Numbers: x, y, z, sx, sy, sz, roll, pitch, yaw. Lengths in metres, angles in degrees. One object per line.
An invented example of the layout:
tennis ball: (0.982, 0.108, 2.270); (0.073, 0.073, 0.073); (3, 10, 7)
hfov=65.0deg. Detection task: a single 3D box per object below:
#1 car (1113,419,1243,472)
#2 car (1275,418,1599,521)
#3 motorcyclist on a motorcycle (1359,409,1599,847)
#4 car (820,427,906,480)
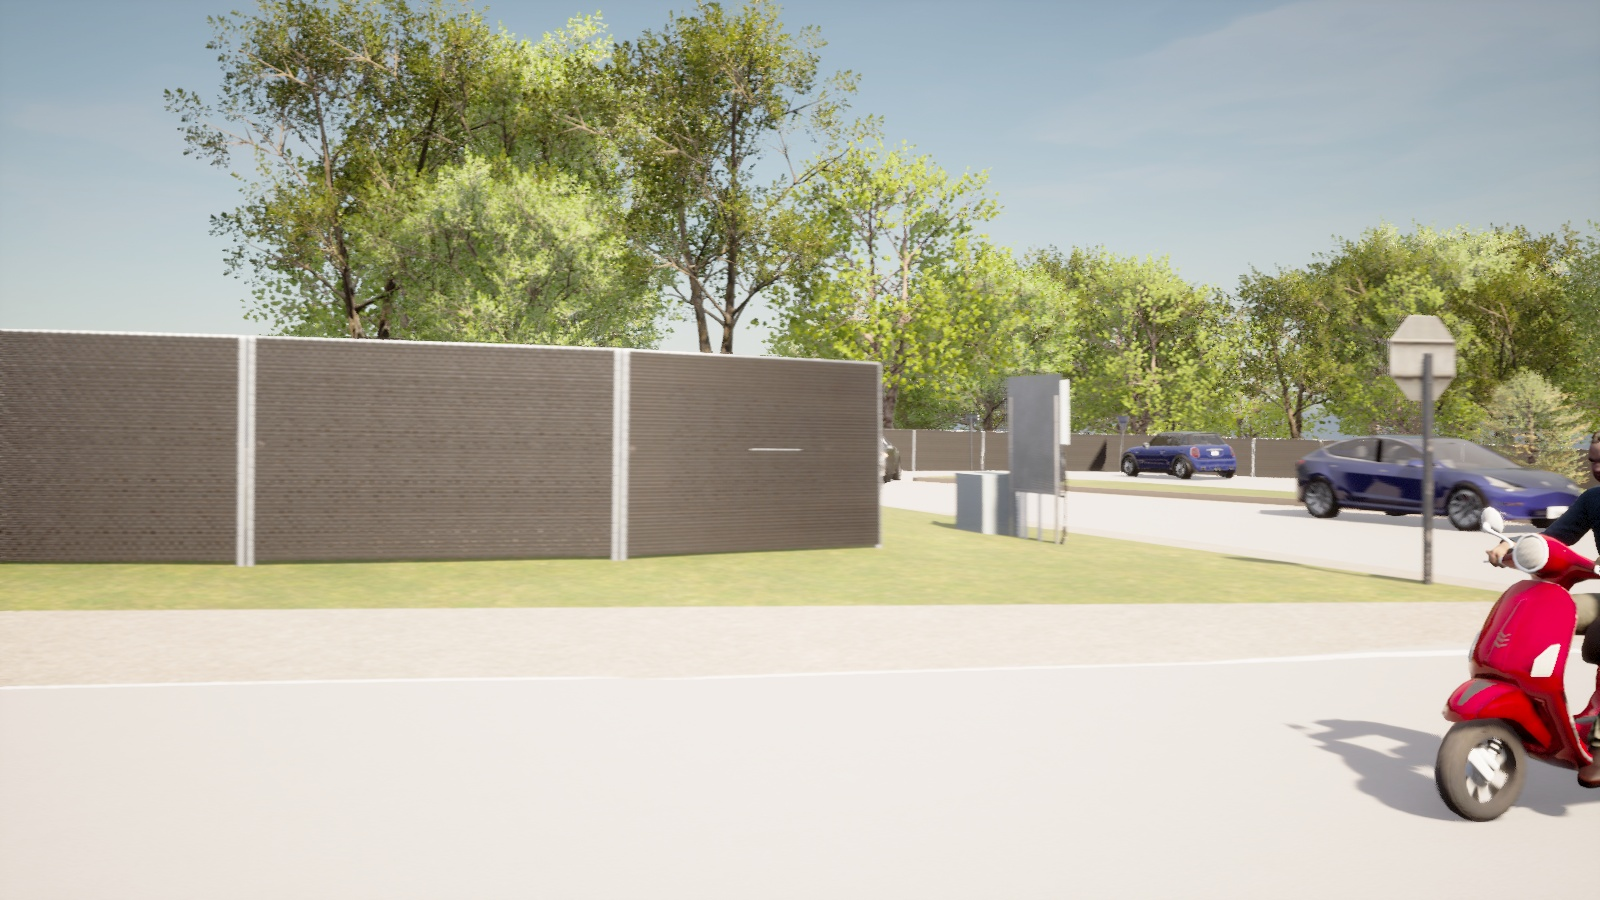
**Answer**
car: (13.587, -0.178, 45.407); (2.097, 1.767, 4.553); (-2, 1, -21)
car: (10.533, 0.254, 21.026); (2.163, 1.488, 4.792); (-1, 1, -21)
motorcyclist on a motorcycle: (3.395, 0.628, 5.259); (1.817, 1.590, 0.866); (-1, 1, -19)
car: (2.230, 0.088, 43.064); (2.152, 1.651, 5.027); (-2, 0, 11)
